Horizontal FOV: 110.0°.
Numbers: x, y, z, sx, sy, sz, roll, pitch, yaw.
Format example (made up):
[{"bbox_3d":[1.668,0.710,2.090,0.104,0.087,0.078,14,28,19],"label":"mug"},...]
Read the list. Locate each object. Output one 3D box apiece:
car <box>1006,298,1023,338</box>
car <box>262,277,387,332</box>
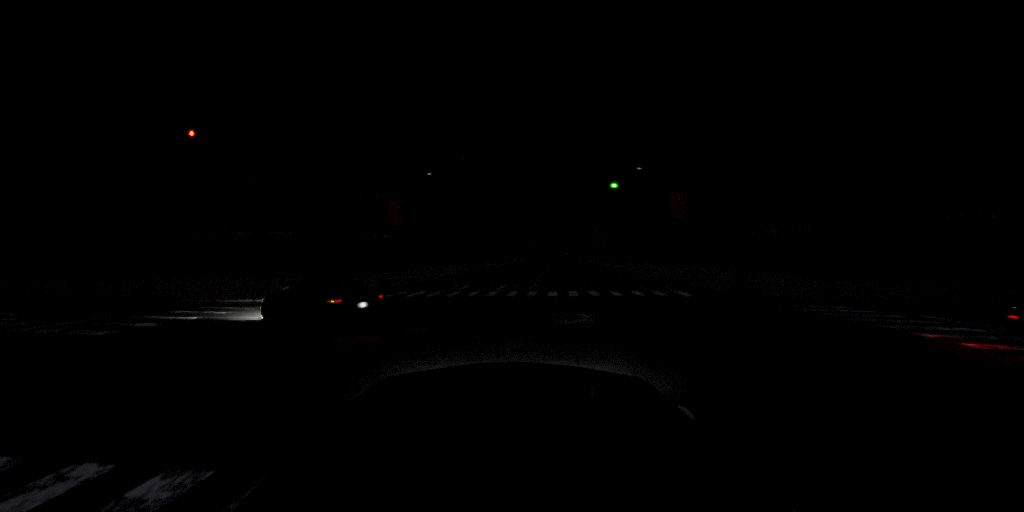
[{"bbox_3d":[12.898,1.208,7.107,4.674,1.442,1.812,0,-1,0],"label":"car"},{"bbox_3d":[-5.783,1.328,10.963,4.181,1.385,1.994,0,0,33],"label":"car"}]
